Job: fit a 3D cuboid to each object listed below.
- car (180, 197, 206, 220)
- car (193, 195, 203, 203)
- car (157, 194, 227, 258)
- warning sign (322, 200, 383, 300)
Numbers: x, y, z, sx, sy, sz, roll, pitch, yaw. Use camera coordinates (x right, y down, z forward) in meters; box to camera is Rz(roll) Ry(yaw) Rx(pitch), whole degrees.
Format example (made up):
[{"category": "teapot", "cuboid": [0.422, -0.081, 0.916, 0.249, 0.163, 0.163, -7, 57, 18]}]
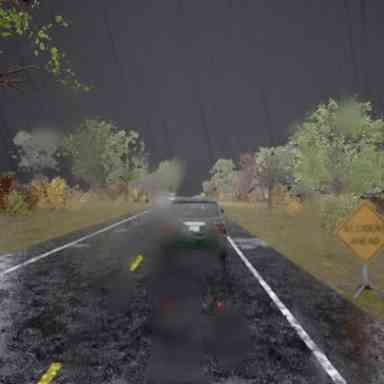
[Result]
[{"category": "car", "cuboid": [0.091, 1.360, 28.658, 2.097, 1.767, 4.553, 0, 0, 0]}, {"category": "car", "cuboid": [1.240, 1.457, 71.811, 2.097, 1.767, 4.553, 0, 0, 0]}, {"category": "car", "cuboid": [0.088, 1.220, 12.849, 2.150, 2.045, 5.566, 0, 0, 0]}, {"category": "warning sign", "cuboid": [3.546, 1.114, 6.844, 1.300, 1.860, 1.060, 0, 0, 0]}]
